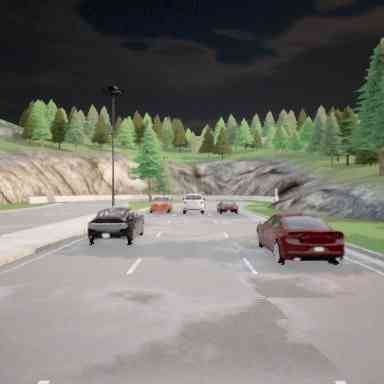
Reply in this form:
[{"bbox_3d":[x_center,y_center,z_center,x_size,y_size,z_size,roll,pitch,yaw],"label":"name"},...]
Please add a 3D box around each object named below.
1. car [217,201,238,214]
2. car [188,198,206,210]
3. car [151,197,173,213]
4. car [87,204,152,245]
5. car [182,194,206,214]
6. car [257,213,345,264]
[{"bbox_3d":[3.658,1.595,34.990,1.895,1.301,4.718,0,0,1],"label":"car"},{"bbox_3d":[0.688,1.557,44.592,1.994,1.385,4.181,0,0,6],"label":"car"},{"bbox_3d":[-3.303,1.347,36.724,2.097,1.767,4.553,0,0,1],"label":"car"},{"bbox_3d":[-3.389,1.489,15.528,2.128,1.511,4.902,0,0,0],"label":"car"},{"bbox_3d":[0.167,1.216,35.241,2.150,2.045,5.566,0,0,0],"label":"car"},{"bbox_3d":[3.609,1.476,11.905,1.882,1.535,5.008,0,0,0],"label":"car"}]
